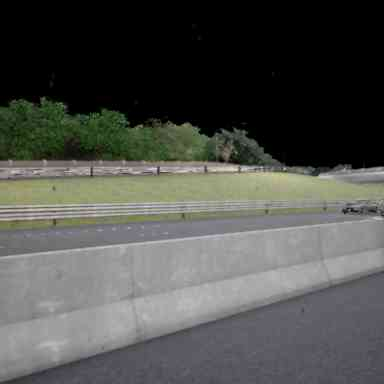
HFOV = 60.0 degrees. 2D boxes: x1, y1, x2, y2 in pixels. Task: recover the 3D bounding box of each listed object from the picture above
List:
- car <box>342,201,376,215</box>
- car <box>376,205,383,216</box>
[{"bbox_3d":[16.887,1.549,33.363,4.181,1.385,1.994,0,0,-36],"label":"car"},{"bbox_3d":[19.304,1.513,30.793,4.674,1.442,1.812,0,0,-36],"label":"car"}]
